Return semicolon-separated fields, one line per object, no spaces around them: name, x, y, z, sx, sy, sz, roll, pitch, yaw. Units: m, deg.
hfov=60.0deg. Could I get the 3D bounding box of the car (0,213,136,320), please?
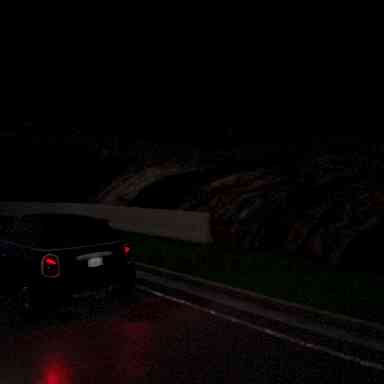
car;-3.305;1.268;7.481;4.553;1.767;2.097;1;1;43
